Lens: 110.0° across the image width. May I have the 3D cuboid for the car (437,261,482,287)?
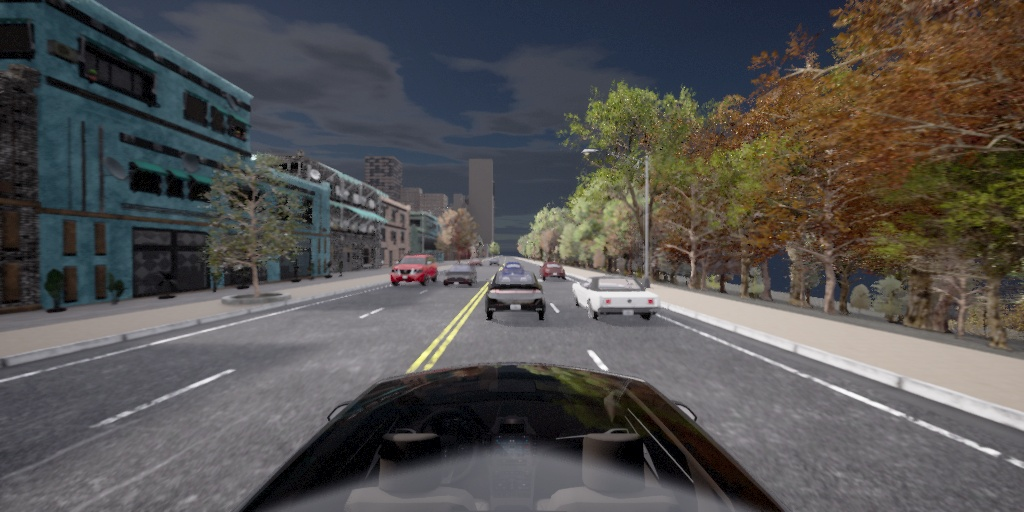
[{"bbox_3d":[-3.348,1.262,24.228,2.033,1.411,5.357,0,0,0],"label":"car"}]

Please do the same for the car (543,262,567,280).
[{"bbox_3d":[3.352,1.230,30.216,1.812,1.442,4.674,0,0,0],"label":"car"}]

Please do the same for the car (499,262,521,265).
[{"bbox_3d":[0.102,1.230,30.226,1.812,1.442,4.674,0,0,0],"label":"car"}]

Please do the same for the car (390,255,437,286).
[{"bbox_3d":[-6.600,0.934,24.866,2.150,2.045,5.566,0,0,0],"label":"car"}]

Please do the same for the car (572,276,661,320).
[{"bbox_3d":[3.350,1.334,12.538,1.895,1.301,4.718,0,0,0],"label":"car"}]

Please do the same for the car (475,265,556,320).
[{"bbox_3d":[0.101,1.224,12.541,2.128,1.511,4.902,0,0,0],"label":"car"}]
